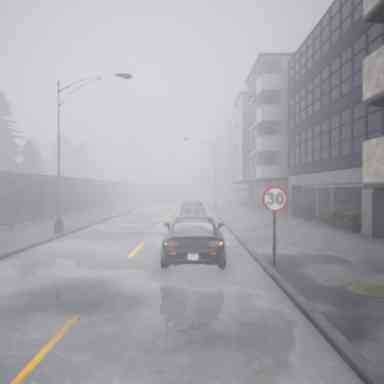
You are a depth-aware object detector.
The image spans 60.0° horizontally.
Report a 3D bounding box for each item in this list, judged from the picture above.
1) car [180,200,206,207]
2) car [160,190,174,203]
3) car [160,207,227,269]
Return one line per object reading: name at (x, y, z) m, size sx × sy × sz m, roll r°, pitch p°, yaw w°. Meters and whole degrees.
car at (0.055, 1.319, 24.984) m, size 2.033 × 1.411 × 5.357 m, roll 0°, pitch 1°, yaw 1°
car at (-4.196, 0.709, 56.029) m, size 2.150 × 2.045 × 5.566 m, roll 0°, pitch 1°, yaw -1°
car at (0.054, 1.428, 10.605) m, size 1.812 × 1.442 × 4.674 m, roll 0°, pitch 1°, yaw 1°
